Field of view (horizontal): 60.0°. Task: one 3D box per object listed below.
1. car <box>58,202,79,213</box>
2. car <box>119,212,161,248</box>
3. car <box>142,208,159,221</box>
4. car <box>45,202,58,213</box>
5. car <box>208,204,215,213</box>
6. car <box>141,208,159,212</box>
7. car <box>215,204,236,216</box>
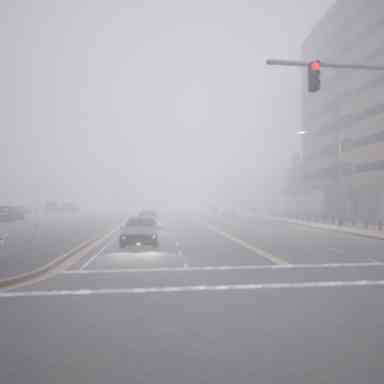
[{"bbox_3d":[-20.636,2.610,56.546,1.932,1.855,4.605,0,-1,-6],"label":"car"},{"bbox_3d":[-2.660,2.013,17.555,2.033,1.411,5.357,0,-1,-6],"label":"car"},{"bbox_3d":[-4.842,2.592,39.193,1.895,1.301,4.718,0,-1,-6],"label":"car"},{"bbox_3d":[-23.521,2.616,56.318,1.905,1.878,3.866,0,-1,-6],"label":"car"},{"bbox_3d":[3.927,2.882,57.647,1.882,1.535,5.008,0,-1,-6],"label":"car"},{"bbox_3d":[-3.717,2.266,27.975,2.033,1.411,5.357,0,-1,-6],"label":"car"},{"bbox_3d":[4.985,2.641,47.692,1.882,1.535,5.008,0,-1,-5],"label":"car"}]
